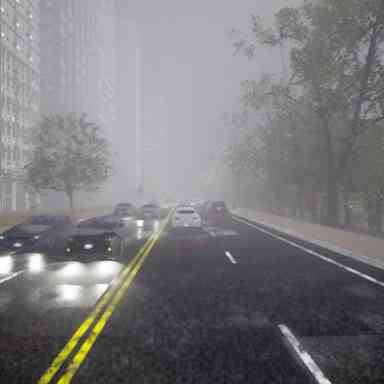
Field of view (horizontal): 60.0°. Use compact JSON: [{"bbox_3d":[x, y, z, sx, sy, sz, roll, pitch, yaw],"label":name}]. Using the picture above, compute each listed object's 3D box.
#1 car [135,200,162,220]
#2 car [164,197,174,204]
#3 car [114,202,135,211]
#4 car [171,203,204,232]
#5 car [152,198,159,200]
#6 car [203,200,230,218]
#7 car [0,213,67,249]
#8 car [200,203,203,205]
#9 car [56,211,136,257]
[{"bbox_3d":[-4.040,1.836,32.133,1.812,1.442,4.674,0,-1,-1],"label":"car"},{"bbox_3d":[-5.046,1.820,74.751,2.097,1.767,4.553,0,-1,-1],"label":"car"},{"bbox_3d":[-7.360,1.893,36.675,1.837,1.490,4.892,0,-1,-1],"label":"car"},{"bbox_3d":[-0.388,1.717,21.738,1.812,1.442,4.674,0,0,-1],"label":"car"},{"bbox_3d":[-8.291,2.041,74.640,1.994,1.385,4.181,0,-1,-1],"label":"car"},{"bbox_3d":[2.530,1.623,33.401,2.097,1.767,4.553,0,-1,-1],"label":"car"},{"bbox_3d":[-6.943,1.737,15.814,2.033,1.411,5.357,0,-1,-1],"label":"car"},{"bbox_3d":[2.204,1.890,45.473,1.837,1.490,4.892,0,0,-1],"label":"car"},{"bbox_3d":[-3.635,1.709,13.535,1.994,1.385,4.181,0,0,-2],"label":"car"}]
